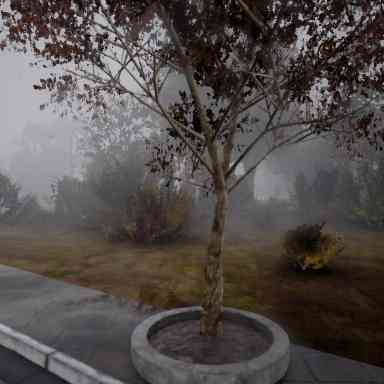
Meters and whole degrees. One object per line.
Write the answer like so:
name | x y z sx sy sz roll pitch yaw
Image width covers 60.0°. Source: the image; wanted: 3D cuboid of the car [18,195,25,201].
car | -22.658 1.173 43.332 1.837 1.490 4.892 1 1 32
